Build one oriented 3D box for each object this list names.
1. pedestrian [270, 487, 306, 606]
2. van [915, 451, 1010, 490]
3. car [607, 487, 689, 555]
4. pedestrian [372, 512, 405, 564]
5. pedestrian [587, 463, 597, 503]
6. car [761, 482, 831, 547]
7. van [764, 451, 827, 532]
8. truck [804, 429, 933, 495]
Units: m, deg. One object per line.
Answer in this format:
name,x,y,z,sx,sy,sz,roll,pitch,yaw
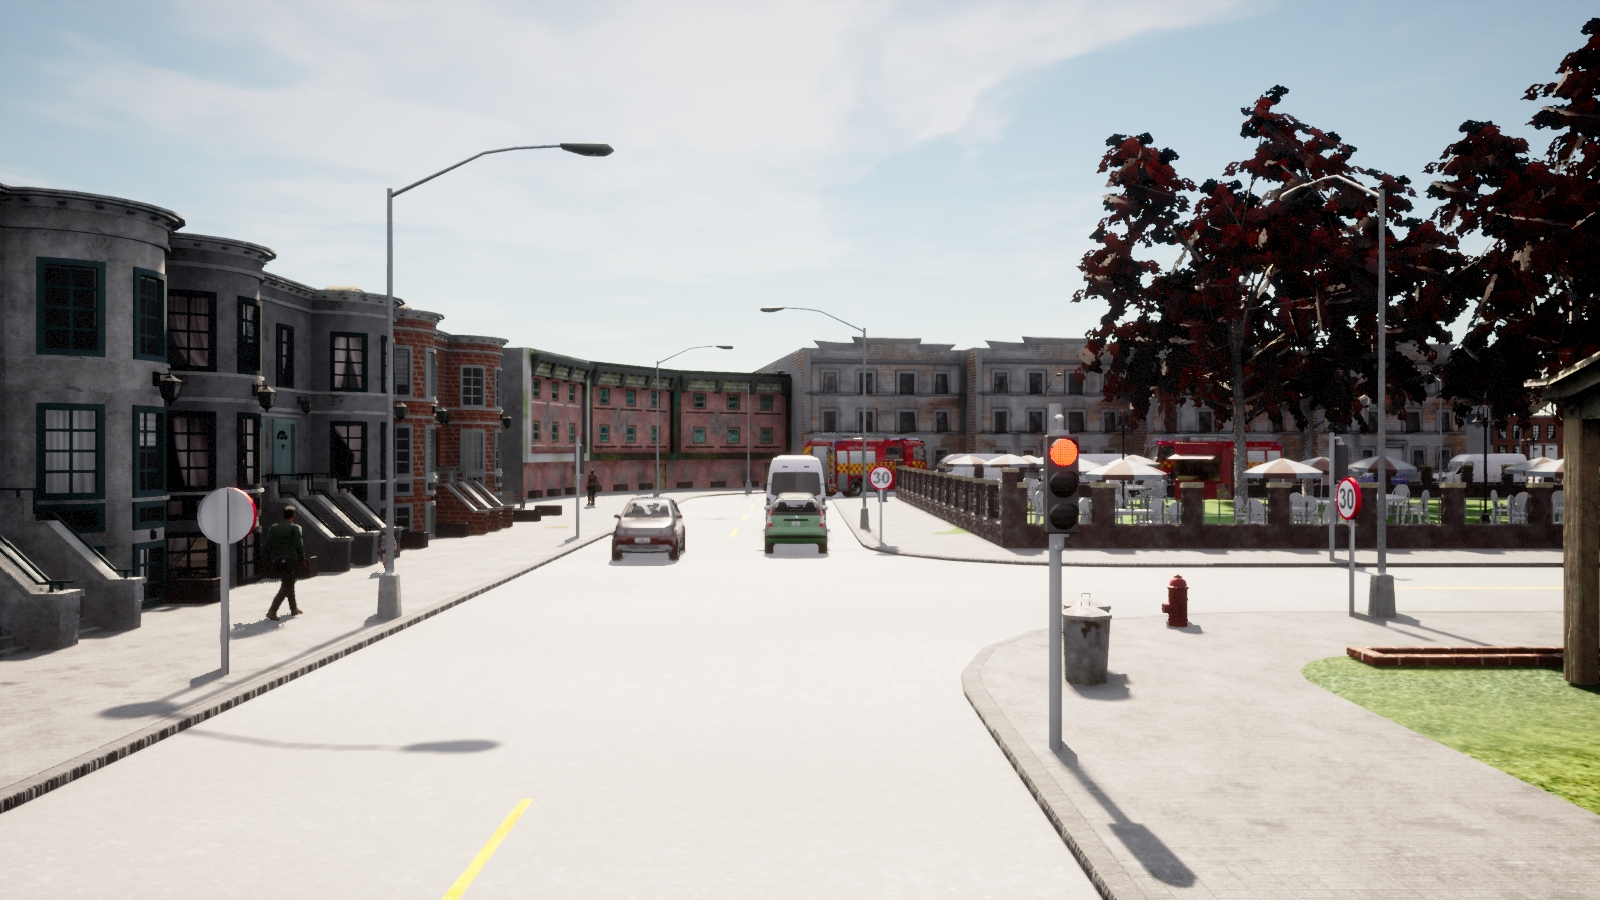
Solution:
pedestrian,-8.147,1.524,18.177,0.375,1.860,0.375,0,0,14
van,10.550,1.314,74.428,5.915,2.561,1.988,0,0,0
car,-3.921,1.807,29.961,1.789,1.549,3.705,0,0,-2
pedestrian,-8.953,1.904,24.873,0.500,1.100,0.500,0,0,4
pedestrian,-9.734,1.525,53.570,0.375,1.860,0.375,0,0,4
car,-0.119,1.779,32.373,1.851,1.617,3.988,0,0,0
van,-0.147,1.315,39.074,1.988,2.561,5.915,0,0,0
truck,4.295,0.672,70.228,8.468,3.827,2.891,0,0,-43
